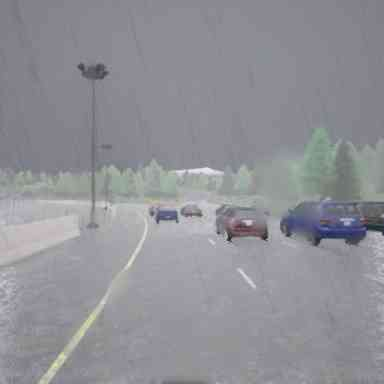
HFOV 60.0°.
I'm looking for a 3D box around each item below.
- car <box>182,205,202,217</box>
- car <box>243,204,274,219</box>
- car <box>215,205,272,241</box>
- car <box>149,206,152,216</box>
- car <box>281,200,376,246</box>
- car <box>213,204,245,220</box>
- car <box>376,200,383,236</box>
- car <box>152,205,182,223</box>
[{"bbox_3d":[-0.174,2.116,37.914,1.994,1.385,4.181,0,-1,-11],"label":"car"},{"bbox_3d":[7.227,2.082,36.646,1.994,1.385,4.181,0,-1,-9],"label":"car"},{"bbox_3d":[2.609,1.616,18.423,2.097,1.767,4.553,0,-1,-5],"label":"car"},{"bbox_3d":[-4.200,2.197,40.360,1.895,1.301,4.718,0,-1,-12],"label":"car"},{"bbox_3d":[6.304,1.452,16.650,2.150,2.045,5.566,0,-1,-5],"label":"car"},{"bbox_3d":[3.843,2.057,35.535,2.033,1.411,5.357,0,-1,-10],"label":"car"},{"bbox_3d":[9.573,1.486,19.406,2.150,2.045,5.566,0,-1,-5],"label":"car"},{"bbox_3d":[-2.357,1.920,29.997,1.882,1.535,5.008,0,-1,-9],"label":"car"}]
